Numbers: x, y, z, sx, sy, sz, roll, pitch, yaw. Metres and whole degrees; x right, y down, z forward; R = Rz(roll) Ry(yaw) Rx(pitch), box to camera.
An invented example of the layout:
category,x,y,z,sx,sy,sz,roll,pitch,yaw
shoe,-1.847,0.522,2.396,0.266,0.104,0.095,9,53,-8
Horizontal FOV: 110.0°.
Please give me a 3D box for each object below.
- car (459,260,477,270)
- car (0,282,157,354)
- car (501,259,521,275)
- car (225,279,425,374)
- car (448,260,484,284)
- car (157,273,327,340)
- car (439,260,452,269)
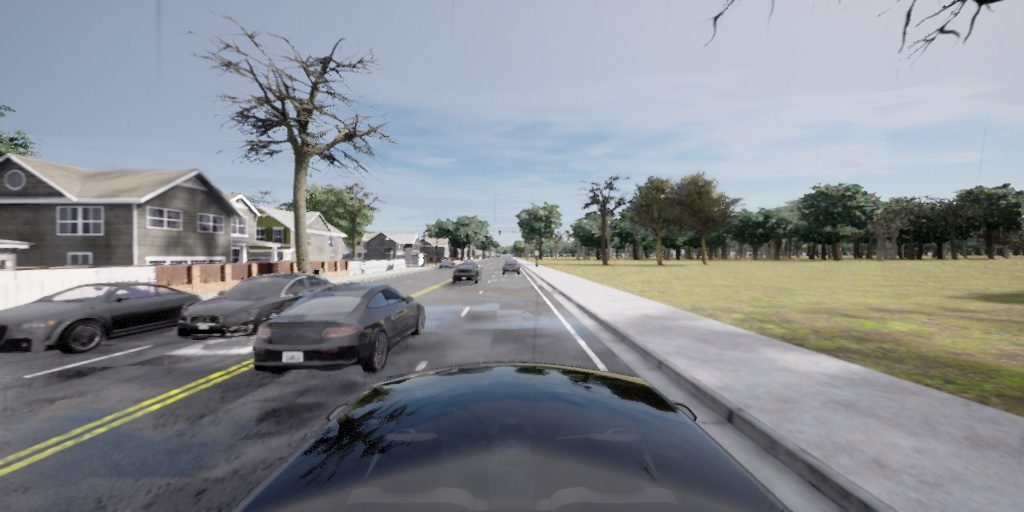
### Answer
category,x,y,z,sx,sy,sz,roll,pitch,yaw
car,-6.784,1.323,55.809,2.033,1.411,5.357,0,0,0
car,-9.876,1.353,8.705,1.994,1.385,4.181,0,0,0
car,-0.089,1.231,38.584,2.128,1.511,4.902,0,0,0
car,-3.169,1.288,7.467,1.812,1.442,4.674,0,0,0
car,-3.273,1.262,26.757,1.837,1.490,4.892,0,0,0
car,-6.635,1.280,10.123,1.837,1.490,4.892,0,0,0
car,-10.034,1.324,55.789,2.033,1.411,5.357,0,0,0
